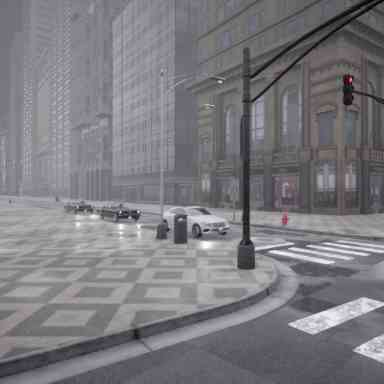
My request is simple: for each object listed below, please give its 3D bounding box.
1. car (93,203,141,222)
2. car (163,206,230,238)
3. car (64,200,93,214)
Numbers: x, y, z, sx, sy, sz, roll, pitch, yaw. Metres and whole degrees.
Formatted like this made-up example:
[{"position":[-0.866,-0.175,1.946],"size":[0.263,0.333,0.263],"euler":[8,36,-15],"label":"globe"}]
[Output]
[{"position":[-5.766,1.522,25.891],"size":[1.895,1.301,4.718],"euler":[0,0,-35],"label":"car"},{"position":[-0.013,1.475,17.770],"size":[1.812,1.442,4.674],"euler":[0,0,-37],"label":"car"},{"position":[-11.646,1.497,34.182],"size":[1.895,1.301,4.718],"euler":[0,0,-35],"label":"car"}]
